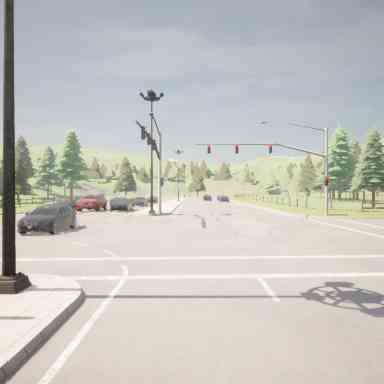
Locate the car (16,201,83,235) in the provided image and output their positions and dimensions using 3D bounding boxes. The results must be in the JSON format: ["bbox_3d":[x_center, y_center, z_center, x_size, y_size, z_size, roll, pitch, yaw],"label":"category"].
[{"bbox_3d":[-8.082,1.505,18.991,1.837,1.490,4.892,0,0,0],"label":"car"}]

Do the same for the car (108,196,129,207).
[{"bbox_3d":[-11.539,1.491,52.419,2.128,1.511,4.902,0,0,0],"label":"car"}]

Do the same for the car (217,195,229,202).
[{"bbox_3d":[7.112,1.478,73.908,1.882,1.535,5.008,0,0,1],"label":"car"}]

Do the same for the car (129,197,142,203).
[{"bbox_3d":[-11.438,1.601,67.796,1.895,1.301,4.718,0,0,0],"label":"car"}]

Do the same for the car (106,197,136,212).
[{"bbox_3d":[-8.060,1.477,38.258,1.882,1.535,5.008,0,0,0],"label":"car"}]

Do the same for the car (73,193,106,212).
[{"bbox_3d":[-11.560,1.222,39.015,2.150,2.045,5.566,0,0,0],"label":"car"}]

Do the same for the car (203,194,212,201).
[{"bbox_3d":[3.820,1.355,83.638,2.097,1.767,4.553,0,0,2],"label":"car"}]

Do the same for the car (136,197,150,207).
[{"bbox_3d":[-8.038,1.505,51.286,1.837,1.490,4.892,0,0,0],"label":"car"}]

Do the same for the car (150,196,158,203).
[{"bbox_3d":[-7.944,1.547,67.261,2.033,1.411,5.357,0,0,1],"label":"car"}]

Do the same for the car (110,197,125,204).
[{"bbox_3d":[-14.940,1.601,67.019,1.895,1.301,4.718,0,0,0],"label":"car"}]

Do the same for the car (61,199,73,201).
[{"bbox_3d":[-15.058,1.564,40.150,1.994,1.385,4.181,0,0,0],"label":"car"}]

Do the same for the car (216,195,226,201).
[{"bbox_3d":[7.340,1.525,84.312,2.128,1.511,4.902,0,0,2],"label":"car"}]

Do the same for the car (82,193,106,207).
[{"bbox_3d":[-15.041,1.220,51.359,2.150,2.045,5.566,0,0,0],"label":"car"}]
